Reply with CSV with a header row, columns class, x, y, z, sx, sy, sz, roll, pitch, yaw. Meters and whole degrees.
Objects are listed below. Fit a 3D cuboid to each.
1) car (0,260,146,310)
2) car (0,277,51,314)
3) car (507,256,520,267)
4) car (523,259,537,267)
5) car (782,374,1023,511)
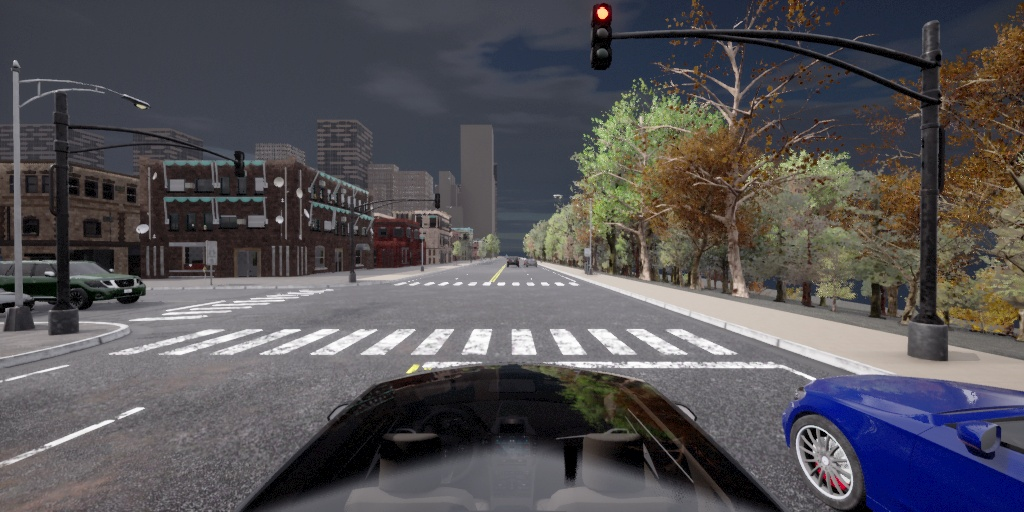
class,x,y,z,sx,sy,sz,roll,pitch,yaw
car,-19.312,1.186,15.465,5.566,2.045,2.150,-1,1,0
car,-19.927,1.565,12.764,4.313,1.339,1.948,0,0,0
car,0.214,0.948,63.707,2.150,2.045,5.566,0,0,1
car,3.466,1.218,63.868,2.128,1.511,4.902,0,0,0
car,3.346,1.276,1.324,1.812,1.442,4.674,0,0,2
